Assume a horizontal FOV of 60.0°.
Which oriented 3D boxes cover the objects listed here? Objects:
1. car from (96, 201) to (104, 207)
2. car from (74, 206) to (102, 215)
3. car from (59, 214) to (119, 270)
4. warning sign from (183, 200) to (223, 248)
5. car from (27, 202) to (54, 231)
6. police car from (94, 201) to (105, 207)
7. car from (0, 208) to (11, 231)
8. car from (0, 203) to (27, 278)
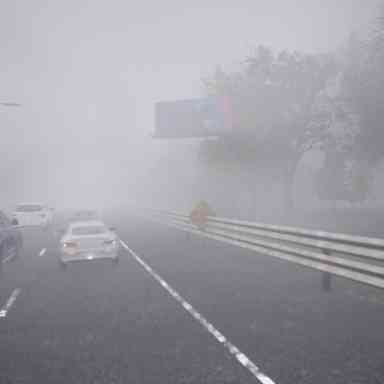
[{"bbox_3d":[-25.065,3.208,90.418,1.882,1.535,5.008,-1,-1,-13],"label":"car"},{"bbox_3d":[-7.953,2.024,24.633,2.033,1.411,5.357,-1,-1,-17],"label":"car"},{"bbox_3d":[-3.751,1.756,12.090,1.812,1.442,4.674,-1,-1,-18],"label":"car"},{"bbox_3d":[0.438,1.261,13.730,1.300,1.860,1.060,-1,-1,-19],"label":"warning sign"},{"bbox_3d":[-11.581,1.786,24.494,2.150,2.045,5.566,-1,0,-17],"label":"car"},{"bbox_3d":[-22.821,2.972,80.918,1.930,1.638,5.238,-1,-1,-14],"label":"police car"},{"bbox_3d":[-15.608,2.154,25.694,1.882,1.535,5.008,-1,0,-17],"label":"car"},{"bbox_3d":[-6.883,1.510,10.395,2.150,2.045,5.566,-1,0,-18],"label":"car"}]
